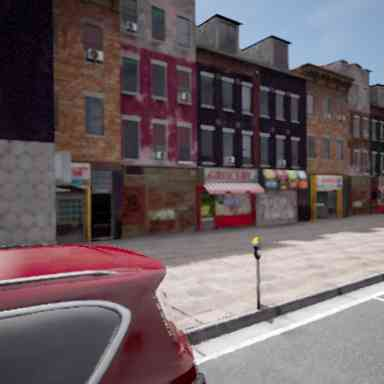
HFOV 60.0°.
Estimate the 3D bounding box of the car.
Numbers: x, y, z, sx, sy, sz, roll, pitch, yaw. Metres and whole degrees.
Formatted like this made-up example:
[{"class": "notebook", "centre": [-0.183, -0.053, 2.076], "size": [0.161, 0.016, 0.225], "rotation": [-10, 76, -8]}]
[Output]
[{"class": "car", "centre": [-2.185, 1.320, 1.261], "size": [5.009, 1.841, 2.192], "rotation": [0, 0, -35]}]
